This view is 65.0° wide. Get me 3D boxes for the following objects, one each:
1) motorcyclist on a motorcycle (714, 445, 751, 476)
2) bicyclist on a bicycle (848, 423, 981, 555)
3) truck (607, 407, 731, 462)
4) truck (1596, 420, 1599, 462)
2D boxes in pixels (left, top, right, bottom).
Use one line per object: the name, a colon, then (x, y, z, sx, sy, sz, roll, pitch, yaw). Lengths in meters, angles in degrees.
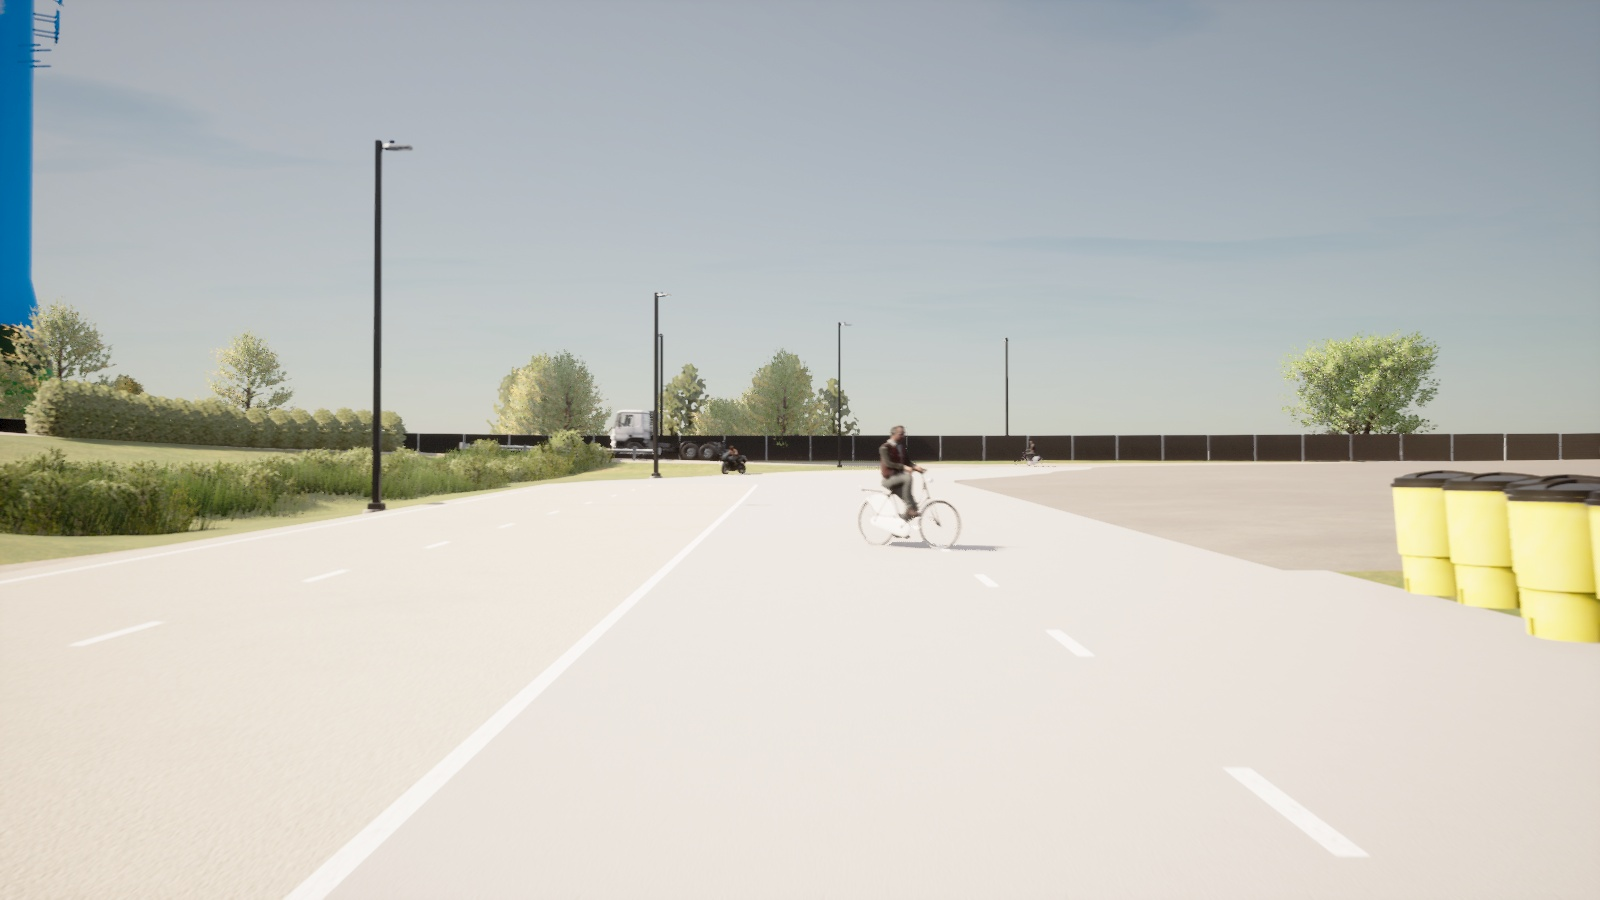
motorcyclist on a motorcycle: (-3.473, 0.518, 64.482, 0.797, 1.523, 2.044, 0, 0, 35)
bicyclist on a bicycle: (1.599, 0.526, 17.732, 1.843, 1.776, 0.659, 0, 0, 43)
truck: (-8.889, -1.040, 85.954, 7.936, 3.462, 2.891, 2, -1, 4)
truck: (49.909, -0.591, 73.576, 5.204, 2.467, 2.627, -1, -1, 39)
